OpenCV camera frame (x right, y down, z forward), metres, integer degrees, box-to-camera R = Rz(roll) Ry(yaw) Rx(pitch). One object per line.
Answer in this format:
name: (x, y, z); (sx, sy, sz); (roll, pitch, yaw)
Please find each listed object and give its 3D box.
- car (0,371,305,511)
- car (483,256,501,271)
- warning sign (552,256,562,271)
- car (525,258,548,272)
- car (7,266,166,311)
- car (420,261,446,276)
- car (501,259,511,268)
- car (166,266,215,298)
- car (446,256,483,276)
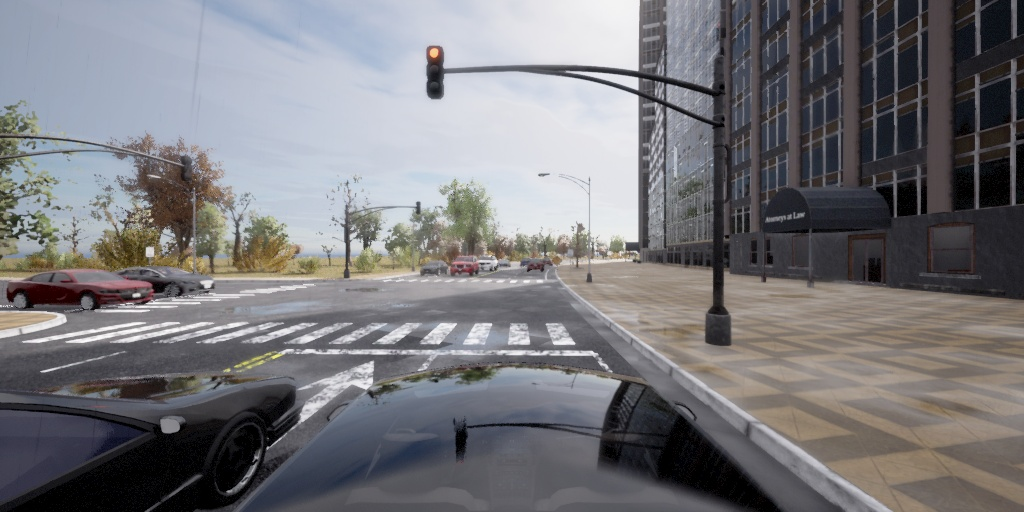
car: (-3.128, 1.297, 1.295); (2.033, 1.411, 5.357); (0, 0, 1)
car: (-3.414, 0.974, 48.056); (2.150, 2.045, 5.566); (0, 0, 8)
warning sign: (5.544, 0.869, 43.990); (1.300, 1.860, 1.060); (0, 0, 7)
car: (3.266, 1.106, 47.472); (2.097, 1.767, 4.553); (0, 0, 7)
car: (-17.198, 1.276, 14.401); (5.008, 1.535, 1.882); (0, 0, 8)
car: (-7.943, 1.252, 37.071); (1.837, 1.490, 4.892); (0, 0, 6)
car: (-1.432, 1.280, 61.253); (1.812, 1.442, 4.674); (0, 0, 10)
car: (-17.914, 1.278, 18.204); (4.902, 1.511, 2.128); (0, 0, 0)
car: (-4.751, 0.970, 36.782); (2.150, 2.045, 5.566); (0, 0, 4)
